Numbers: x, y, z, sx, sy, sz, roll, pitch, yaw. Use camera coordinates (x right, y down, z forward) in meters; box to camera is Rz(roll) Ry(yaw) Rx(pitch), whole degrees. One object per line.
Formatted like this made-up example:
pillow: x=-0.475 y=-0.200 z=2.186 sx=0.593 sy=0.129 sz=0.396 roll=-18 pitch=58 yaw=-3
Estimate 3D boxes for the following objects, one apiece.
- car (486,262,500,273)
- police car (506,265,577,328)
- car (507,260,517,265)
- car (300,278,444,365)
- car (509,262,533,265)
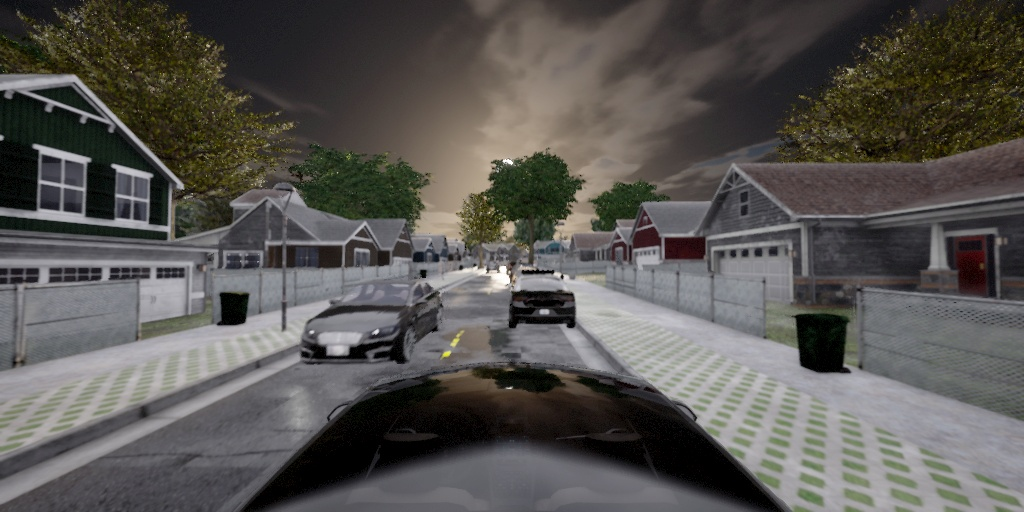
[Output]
car: x=-2.718 y=1.625 z=51.844 sx=2.128 sy=1.511 sz=4.902 roll=0 pitch=0 yaw=0
police car: x=0.849 y=1.257 z=11.831 sx=1.930 sy=1.638 sz=5.238 roll=0 pitch=0 yaw=0
car: x=0.887 y=1.304 z=27.694 sx=2.097 sy=1.767 sz=4.553 roll=0 pitch=0 yaw=0
car: x=-2.835 y=1.295 z=8.301 sx=2.128 sy=1.511 sz=4.902 roll=0 pitch=0 yaw=0
car: x=0.873 y=1.365 z=21.913 sx=1.801 sy=1.575 sz=5.366 roll=0 pitch=0 yaw=0
